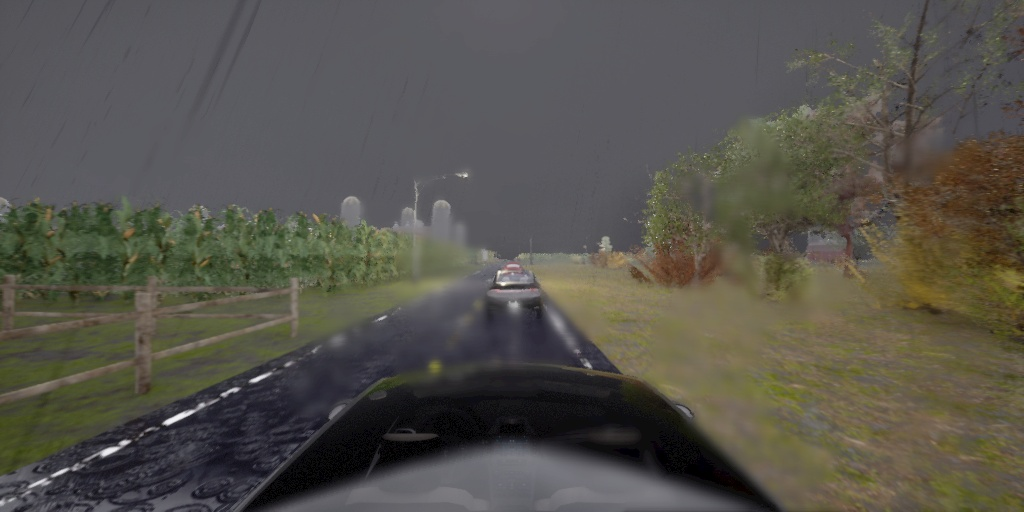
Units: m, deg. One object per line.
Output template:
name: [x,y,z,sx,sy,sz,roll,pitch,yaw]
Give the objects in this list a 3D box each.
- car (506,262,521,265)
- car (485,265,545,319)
car: [0.099,1.276,31.441,1.812,1.442,4.674,0,0,0]
car: [0.100,1.241,12.765,2.128,1.511,4.902,0,0,0]
